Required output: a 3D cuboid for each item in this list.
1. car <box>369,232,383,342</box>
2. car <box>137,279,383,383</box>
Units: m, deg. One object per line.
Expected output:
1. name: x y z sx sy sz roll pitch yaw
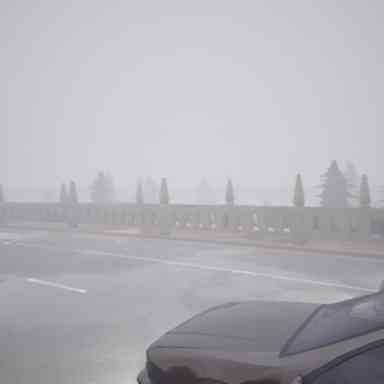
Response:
1. car: 5.447 1.508 4.296 5.357 1.411 2.033 0 0 36
2. car: 2.080 1.529 2.442 5.357 1.411 2.033 0 0 35
